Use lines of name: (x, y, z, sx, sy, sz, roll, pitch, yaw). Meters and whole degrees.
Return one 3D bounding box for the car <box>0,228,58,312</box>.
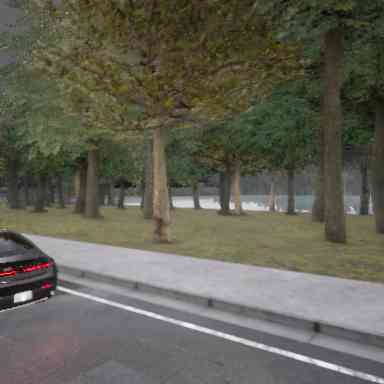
car: (-4.791, 1.506, 6.986, 4.892, 1.490, 1.837, 0, 0, 36)
